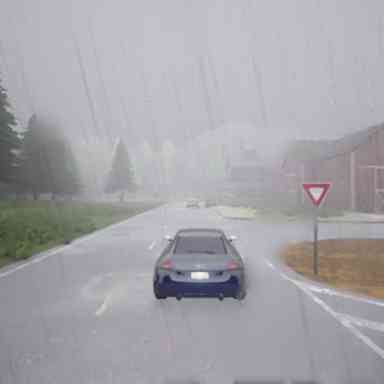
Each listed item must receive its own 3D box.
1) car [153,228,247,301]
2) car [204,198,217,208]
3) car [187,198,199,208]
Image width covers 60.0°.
[{"bbox_3d":[0.213,1.606,8.498,1.994,1.385,4.181,0,0,2],"label":"car"},{"bbox_3d":[3.033,1.720,54.930,1.816,1.474,4.193,-6,0,-2],"label":"car"},{"bbox_3d":[0.161,1.743,55.078,1.882,1.535,5.008,0,0,0],"label":"car"}]
